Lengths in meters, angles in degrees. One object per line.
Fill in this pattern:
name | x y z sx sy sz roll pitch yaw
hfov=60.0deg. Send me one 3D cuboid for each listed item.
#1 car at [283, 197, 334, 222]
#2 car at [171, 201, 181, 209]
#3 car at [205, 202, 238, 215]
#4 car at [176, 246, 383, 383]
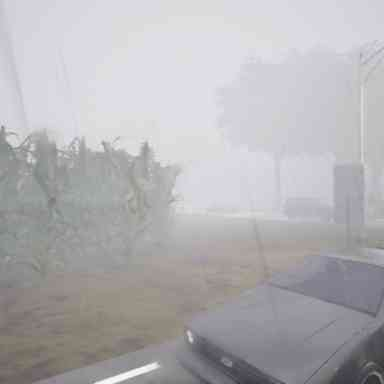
car | 10.469 1.420 28.730 2.150 2.045 5.566 -1 0 -36
car | -3.858 2.096 54.033 1.895 1.301 4.718 -1 0 -35
car | 3.367 1.900 38.788 1.994 1.385 4.181 -1 0 -35
car | 2.440 1.544 4.688 5.357 1.411 2.033 0 0 -35
